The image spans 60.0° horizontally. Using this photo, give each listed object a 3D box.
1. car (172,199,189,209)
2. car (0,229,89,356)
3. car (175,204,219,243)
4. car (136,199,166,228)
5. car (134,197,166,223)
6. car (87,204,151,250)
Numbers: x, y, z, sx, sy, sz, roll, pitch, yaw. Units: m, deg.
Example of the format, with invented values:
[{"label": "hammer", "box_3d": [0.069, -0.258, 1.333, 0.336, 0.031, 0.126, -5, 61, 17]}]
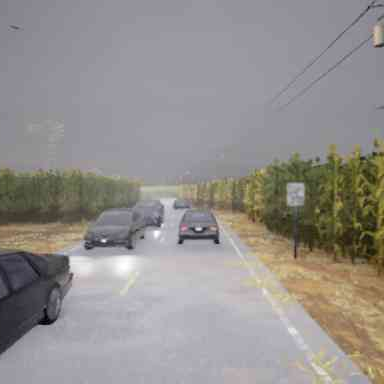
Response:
[{"label": "car", "box_3d": [-1.443, 1.556, 43.670, 1.994, 1.385, 4.181, 0, 0, -7]}, {"label": "car", "box_3d": [-3.259, 1.547, 4.397, 2.033, 1.411, 5.357, 0, 0, 0]}, {"label": "car", "box_3d": [0.294, 1.544, 15.942, 2.033, 1.411, 5.357, 0, 0, 0]}, {"label": "car", "box_3d": [-2.968, 1.349, 22.019, 2.097, 1.767, 4.553, 0, 0, -1]}, {"label": "car", "box_3d": [-3.238, 1.347, 26.562, 2.097, 1.767, 4.553, 0, 0, -2]}, {"label": "car", "box_3d": [-3.167, 1.501, 14.449, 1.837, 1.490, 4.892, 0, 0, 1]}]
